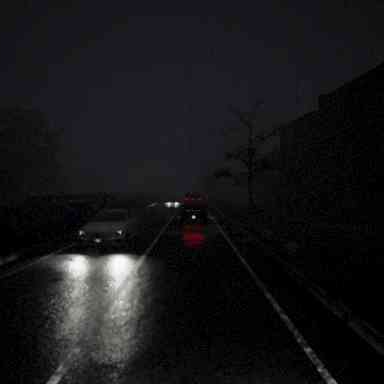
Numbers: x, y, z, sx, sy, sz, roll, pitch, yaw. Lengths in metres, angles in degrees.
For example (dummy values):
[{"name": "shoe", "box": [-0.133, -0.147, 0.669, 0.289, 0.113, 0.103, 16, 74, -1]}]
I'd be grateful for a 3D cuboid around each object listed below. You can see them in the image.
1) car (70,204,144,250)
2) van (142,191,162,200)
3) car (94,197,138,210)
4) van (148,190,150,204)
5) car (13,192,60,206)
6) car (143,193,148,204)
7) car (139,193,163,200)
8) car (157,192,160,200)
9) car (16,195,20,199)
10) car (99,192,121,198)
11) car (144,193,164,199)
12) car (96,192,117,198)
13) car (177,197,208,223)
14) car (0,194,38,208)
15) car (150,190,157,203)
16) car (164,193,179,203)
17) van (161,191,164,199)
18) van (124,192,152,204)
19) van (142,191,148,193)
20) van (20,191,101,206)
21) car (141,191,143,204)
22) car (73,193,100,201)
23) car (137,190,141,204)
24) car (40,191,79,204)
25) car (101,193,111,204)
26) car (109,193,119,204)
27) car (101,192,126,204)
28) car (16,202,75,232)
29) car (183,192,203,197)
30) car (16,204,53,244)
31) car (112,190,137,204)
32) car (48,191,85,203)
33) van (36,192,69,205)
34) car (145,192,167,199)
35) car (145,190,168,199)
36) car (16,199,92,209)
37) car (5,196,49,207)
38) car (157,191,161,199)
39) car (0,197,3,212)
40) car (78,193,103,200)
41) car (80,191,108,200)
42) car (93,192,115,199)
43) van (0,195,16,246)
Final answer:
[{"name": "car", "box": [-3.343, 1.442, 14.123, 1.812, 1.442, 4.674, 0, 0, 0]}, {"name": "van", "box": [-9.053, 0.744, 75.753, 4.442, 1.987, 1.878, 0, 1, 0]}, {"name": "car", "box": [-8.902, 1.299, 39.306, 4.674, 1.452, 2.002, 0, 0, 0]}, {"name": "van", "box": [-9.031, 0.975, 50.517, 4.442, 1.987, 1.878, 0, 0, 0]}, {"name": "car", "box": [-22.020, 0.968, 47.194, 5.566, 2.045, 2.435, 0, 0, 0]}, {"name": "car", "box": [-8.903, 1.231, 44.912, 4.892, 1.521, 2.231, 0, 0, 0]}, {"name": "car", "box": [-8.928, 1.006, 72.953, 5.008, 1.535, 2.097, 0, 1, 0]}, {"name": "car", "box": [-8.921, 1.169, 61.734, 4.674, 1.452, 2.002, 0, 0, 0]}, {"name": "car", "box": [-21.796, 1.273, 36.093, 5.366, 1.575, 1.946, 0, 0, 0]}, {"name": "car", "box": [-21.841, 0.797, 88.835, 5.366, 1.575, 1.946, 0, 1, 0]}, {"name": "car", "box": [-8.941, 0.973, 78.560, 4.674, 1.452, 2.002, 0, 1, 0]}, {"name": "car", "box": [-22.053, 0.866, 86.060, 4.792, 1.488, 2.163, 0, 1, 0]}, {"name": "car", "box": [0.113, 1.368, 24.212, 1.837, 1.490, 4.892, 0, 1, 0]}, {"name": "car", "box": [-22.017, 1.122, 41.642, 4.553, 1.767, 2.185, 0, 0, 0]}, {"name": "car", "box": [-8.889, 0.935, 53.321, 5.566, 2.045, 2.435, 0, 0, 0]}, {"name": "car", "box": [-3.268, 1.214, 57.523, 1.994, 1.385, 4.181, 0, 1, 1]}, {"name": "van", "box": [-8.814, 0.815, 70.144, 4.442, 1.987, 1.878, 0, 1, 0]}, {"name": "van", "box": [-9.036, 0.946, 56.122, 4.442, 1.987, 1.878, 0, 0, 0]}, {"name": "van", "box": [-9.028, 0.989, 47.714, 4.442, 1.987, 1.878, 0, 0, 0]}, {"name": "van", "box": [-8.774, 1.120, 22.485, 4.442, 1.987, 1.878, 0, 0, 0]}, {"name": "car", "box": [-8.938, 1.119, 42.108, 4.553, 1.767, 2.185, 0, 0, 0]}, {"name": "car", "box": [-22.005, 1.050, 69.406, 5.008, 1.535, 2.097, 0, 1, 0]}, {"name": "car", "box": [-8.874, 1.022, 36.501, 5.566, 2.045, 2.435, 0, 0, 0]}, {"name": "car", "box": [-22.027, 0.924, 55.521, 5.566, 2.045, 2.435, 0, 0, 0]}, {"name": "car", "box": [-8.924, 1.205, 25.288, 4.553, 1.767, 2.185, 0, 0, 0]}, {"name": "car", "box": [-8.864, 1.191, 28.092, 4.553, 1.767, 2.185, 0, 0, 0]}, {"name": "car", "box": [-8.866, 1.176, 30.895, 4.553, 1.767, 2.185, 0, 0, 0]}, {"name": "car", "box": [-8.856, 1.404, 16.880, 4.792, 1.488, 2.163, 0, 0, 0]}, {"name": "car", "box": [0.115, 0.991, 41.241, 2.150, 2.045, 5.566, 0, 1, 0]}, {"name": "car", "box": [-8.854, 1.419, 14.076, 4.792, 1.488, 2.163, 0, 0, 0]}, {"name": "car", "box": [-8.871, 1.036, 33.697, 5.566, 2.045, 2.435, 0, 0, 0]}, {"name": "car", "box": [-21.972, 0.905, 58.298, 5.566, 2.045, 2.435, 0, 0, 0]}, {"name": "van", "box": [-22.113, 0.964, 52.745, 4.442, 1.987, 1.878, 0, 0, 0]}, {"name": "car", "box": [-8.755, 0.893, 81.362, 5.366, 1.575, 1.946, 0, 1, 0]}, {"name": "car", "box": [-8.915, 0.609, 84.162, 5.566, 2.045, 2.435, 0, 1, 0]}, {"name": "car", "box": [-8.883, 1.360, 19.683, 5.008, 1.535, 2.097, 0, 0, 0]}, {"name": "car", "box": [-21.960, 1.263, 44.420, 4.792, 1.488, 2.163, 0, 0, 0]}, {"name": "car", "box": [-8.955, 1.134, 64.542, 4.792, 1.488, 2.163, 0, 1, 0]}, {"name": "car", "box": [-21.985, 1.292, 33.316, 4.892, 1.521, 2.231, 0, 0, 0]}, {"name": "car", "box": [-22.006, 1.018, 72.184, 4.892, 1.521, 2.231, 0, 1, 0]}, {"name": "car", "box": [-21.986, 0.729, 74.955, 5.566, 2.045, 2.435, 0, 1, 0]}, {"name": "car", "box": [-22.028, 0.873, 83.285, 4.892, 1.521, 2.231, 0, 1, 0]}, {"name": "van", "box": [-8.764, 1.178, 11.272, 4.442, 1.987, 1.878, 0, 0, 0]}]
